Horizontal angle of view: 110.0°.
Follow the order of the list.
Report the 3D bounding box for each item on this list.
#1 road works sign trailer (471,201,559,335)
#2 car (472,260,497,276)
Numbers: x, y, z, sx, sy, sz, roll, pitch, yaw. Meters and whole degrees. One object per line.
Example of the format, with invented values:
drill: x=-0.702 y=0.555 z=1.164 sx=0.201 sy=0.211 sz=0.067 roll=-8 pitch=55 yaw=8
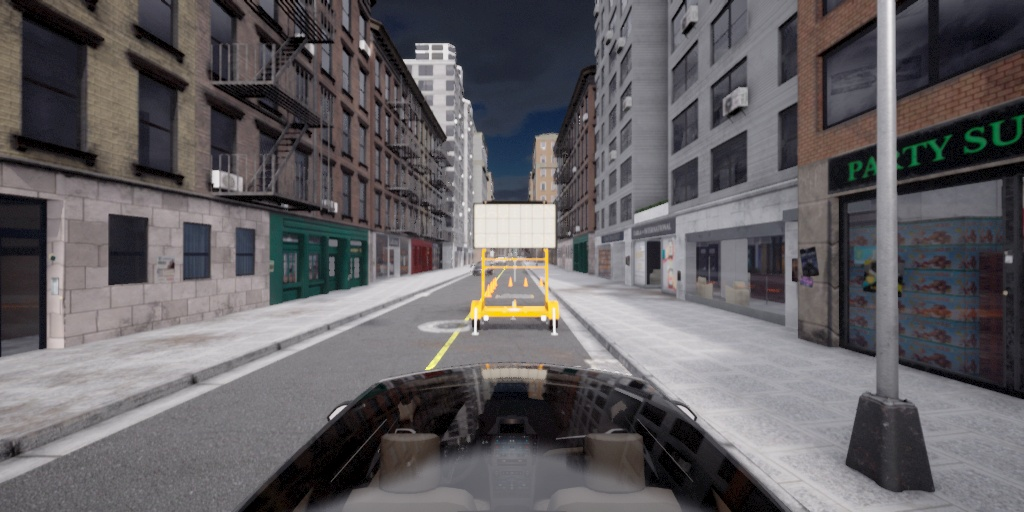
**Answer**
road works sign trailer: x=0.084 y=0.205 z=10.443 sx=2.380 sy=3.560 sz=2.880 roll=0 pitch=0 yaw=1
car: x=-2.821 y=1.230 z=35.867 sx=1.812 sy=1.442 sz=4.674 roll=0 pitch=0 yaw=0
